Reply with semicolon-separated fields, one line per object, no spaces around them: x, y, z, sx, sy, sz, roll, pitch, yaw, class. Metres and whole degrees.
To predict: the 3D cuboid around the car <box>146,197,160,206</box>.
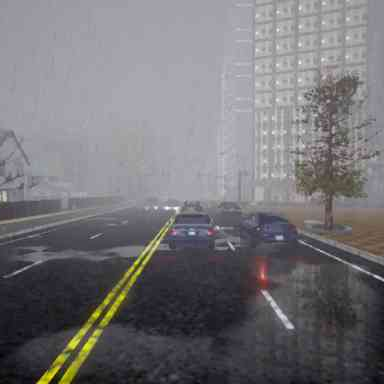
-6.499;1.574;55.612;1.837;1.490;4.892;0;0;0;car

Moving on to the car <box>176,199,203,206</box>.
0.000;1.490;29.661;2.128;1.511;4.902;0;0;0;car

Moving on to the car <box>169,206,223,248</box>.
0.000;1.557;14.655;2.033;1.411;5.357;0;0;0;car

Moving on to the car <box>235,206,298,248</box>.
3.250;1.527;14.656;1.812;1.442;4.674;0;0;0;car

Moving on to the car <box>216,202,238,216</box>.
3.251;1.558;29.661;2.033;1.411;5.357;0;0;0;car

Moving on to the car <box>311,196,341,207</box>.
23.014;1.664;57.691;5.009;1.841;2.192;0;2;20;car

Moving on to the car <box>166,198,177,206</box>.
-3.249;1.669;55.582;1.895;1.301;4.718;0;0;0;car

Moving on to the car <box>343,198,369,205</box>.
31.048;1.744;63.145;4.403;1.369;2.008;0;2;20;car
